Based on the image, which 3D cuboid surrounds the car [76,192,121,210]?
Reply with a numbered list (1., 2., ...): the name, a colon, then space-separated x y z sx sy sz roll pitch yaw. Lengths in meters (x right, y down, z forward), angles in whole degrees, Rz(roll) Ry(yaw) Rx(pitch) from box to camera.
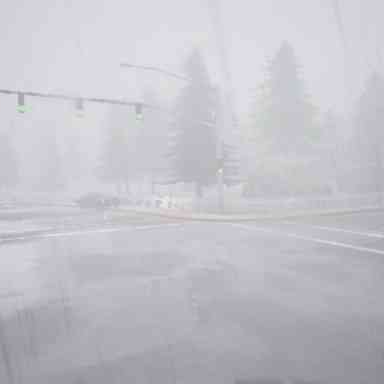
1. car: -8.054 0.719 28.549 1.895 1.301 4.718 -11 8 -44
